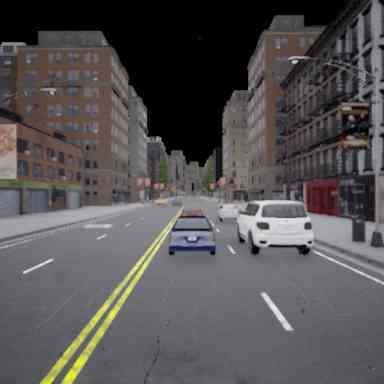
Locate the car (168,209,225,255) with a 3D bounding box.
[{"bbox_3d":[0.009,1.681,13.996,2.033,1.411,5.357,0,-1,0],"label":"car"}]

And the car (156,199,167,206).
[{"bbox_3d":[-6.463,2.153,70.672,1.882,1.535,5.008,0,-1,0],"label":"car"}]

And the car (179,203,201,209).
[{"bbox_3d":[0.017,1.879,29.111,1.895,1.301,4.718,0,-1,0],"label":"car"}]

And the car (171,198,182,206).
[{"bbox_3d":[-3.212,2.031,70.702,2.097,1.767,4.553,0,-1,0],"label":"car"}]

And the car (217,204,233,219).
[{"bbox_3d":[3.271,1.806,29.386,1.812,1.442,4.674,0,0,0],"label":"car"}]

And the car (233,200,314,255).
[{"bbox_3d":[3.258,1.351,14.026,2.150,2.045,5.566,0,0,0],"label":"car"}]
